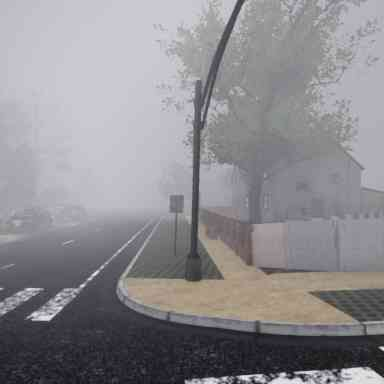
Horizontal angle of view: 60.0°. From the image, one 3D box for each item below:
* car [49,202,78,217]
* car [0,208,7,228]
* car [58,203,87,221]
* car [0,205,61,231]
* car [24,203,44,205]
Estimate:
[{"bbox_3d":[-16.268,2.170,42.326,2.097,1.767,4.553,2,-1,-3],"label":"car"},{"bbox_3d":[-15.316,1.896,23.601,1.837,1.490,4.892,2,-1,-3],"label":"car"},{"bbox_3d":[-12.666,2.104,35.216,2.097,1.767,4.553,2,-1,-3],"label":"car"},{"bbox_3d":[-12.153,2.019,25.327,2.128,1.511,4.902,2,-1,-3],"label":"car"},{"bbox_3d":[-15.786,1.948,32.650,2.097,1.767,4.553,2,-1,-3],"label":"car"}]
